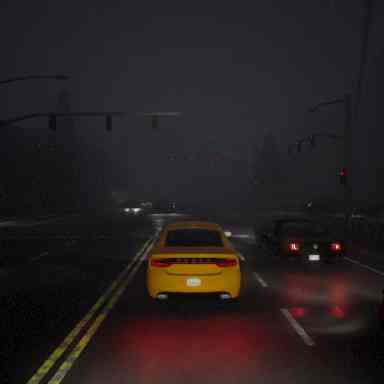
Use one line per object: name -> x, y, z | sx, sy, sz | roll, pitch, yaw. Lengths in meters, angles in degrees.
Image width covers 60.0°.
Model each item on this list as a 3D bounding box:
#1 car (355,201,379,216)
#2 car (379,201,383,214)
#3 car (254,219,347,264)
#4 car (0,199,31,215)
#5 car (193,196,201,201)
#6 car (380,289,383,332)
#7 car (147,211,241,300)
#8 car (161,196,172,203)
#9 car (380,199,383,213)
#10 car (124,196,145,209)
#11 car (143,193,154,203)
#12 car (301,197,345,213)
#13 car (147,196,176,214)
car -> 18.772, 1.547, 32.200 | 5.357, 1.411, 2.033 | 0, 0, -2
car -> 19.350, 1.491, 28.536 | 4.902, 1.511, 2.128 | 0, 0, -1
car -> 3.502, 1.601, 11.801 | 1.895, 1.301, 4.718 | 0, 0, -1
car -> -19.032, 1.477, 33.724 | 5.008, 1.535, 1.882 | 0, 0, 0
car -> 1.303, 1.595, 88.213 | 1.895, 1.301, 4.718 | 0, 0, -1
car -> 3.597, 1.478, 2.711 | 1.882, 1.535, 5.008 | 0, 0, 0
car -> 0.034, 1.478, 8.477 | 1.882, 1.535, 5.008 | 0, 0, 0
car -> -5.203, 1.553, 69.059 | 1.994, 1.385, 4.181 | 0, 0, -1
car -> 23.059, 1.526, 35.812 | 4.674, 1.442, 1.812 | 0, 0, -2
car -> -8.209, 1.562, 46.434 | 1.994, 1.385, 4.181 | 0, 0, -1
car -> -8.664, 1.223, 67.222 | 2.150, 2.045, 5.566 | 0, 0, -1
car -> 14.082, 1.352, 35.565 | 4.553, 1.767, 2.097 | 0, 0, -2
car -> -3.232, 1.525, 36.335 | 1.812, 1.442, 4.674 | 0, 0, -19
